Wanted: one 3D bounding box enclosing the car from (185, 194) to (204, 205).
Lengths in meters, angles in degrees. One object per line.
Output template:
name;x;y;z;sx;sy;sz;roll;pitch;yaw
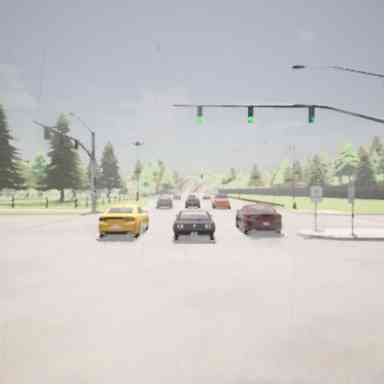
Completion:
car;0.097;1.298;42.462;2.128;1.511;4.902;0;0;0

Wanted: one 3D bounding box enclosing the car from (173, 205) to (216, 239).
car;0.099;1.525;16.697;1.895;1.301;4.718;0;0;0

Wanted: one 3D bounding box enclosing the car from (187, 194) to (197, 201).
car;-0.006;1.171;77.755;2.128;1.511;4.902;0;0;0

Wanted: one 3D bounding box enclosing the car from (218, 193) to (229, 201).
car;6.995;1.012;73.975;2.097;1.767;4.553;0;0;0

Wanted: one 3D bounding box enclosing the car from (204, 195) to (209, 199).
car;3.494;1.241;77.785;1.895;1.301;4.718;0;0;0

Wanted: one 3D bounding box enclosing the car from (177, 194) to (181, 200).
car;-3.506;1.186;77.755;2.033;1.411;5.357;0;0;0

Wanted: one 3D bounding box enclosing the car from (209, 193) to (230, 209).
car;3.597;1.160;42.210;2.097;1.767;4.553;0;0;0

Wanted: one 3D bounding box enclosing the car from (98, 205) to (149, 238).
car;-3.401;1.399;17.288;1.882;1.535;5.008;0;0;0

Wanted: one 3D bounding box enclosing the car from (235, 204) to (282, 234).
car;3.598;1.393;18.593;1.882;1.535;5.008;0;0;0

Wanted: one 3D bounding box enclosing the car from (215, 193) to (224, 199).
car;6.994;1.028;84.008;1.837;1.490;4.892;0;0;0

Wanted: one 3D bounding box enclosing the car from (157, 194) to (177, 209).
car;-3.403;1.298;42.456;2.128;1.511;4.902;0;0;0
